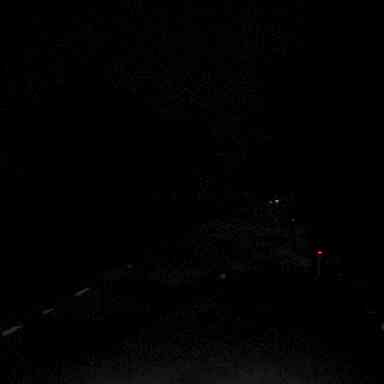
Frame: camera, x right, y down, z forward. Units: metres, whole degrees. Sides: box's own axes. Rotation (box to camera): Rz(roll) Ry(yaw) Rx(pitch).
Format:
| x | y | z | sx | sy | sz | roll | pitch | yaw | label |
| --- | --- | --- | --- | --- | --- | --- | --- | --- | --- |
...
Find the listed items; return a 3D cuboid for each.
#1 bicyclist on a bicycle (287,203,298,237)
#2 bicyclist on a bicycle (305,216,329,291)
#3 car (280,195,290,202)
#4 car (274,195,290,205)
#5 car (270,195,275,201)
| x | y | z | sx | sy | sz | roll | pitch | yaw | label |
| --- | --- | --- | --- | --- | --- | --- | --- | --- | --- |
| 5.051 | 1.395 | 16.642 | 0.582 | 1.620 | 1.656 | -1 | 0 | 14 | bicyclist on a bicycle |
| 3.006 | 1.411 | 7.919 | 0.582 | 1.620 | 1.656 | -1 | 0 | 13 | bicyclist on a bicycle |
| 19.966 | 1.378 | 71.321 | 1.882 | 1.535 | 5.008 | -1 | 0 | 17 | car |
| 15.406 | 1.457 | 55.951 | 2.033 | 1.411 | 5.357 | -1 | 0 | 17 | car |
| 21.157 | 1.438 | 85.574 | 1.837 | 1.490 | 4.892 | -1 | 0 | 17 | car |
